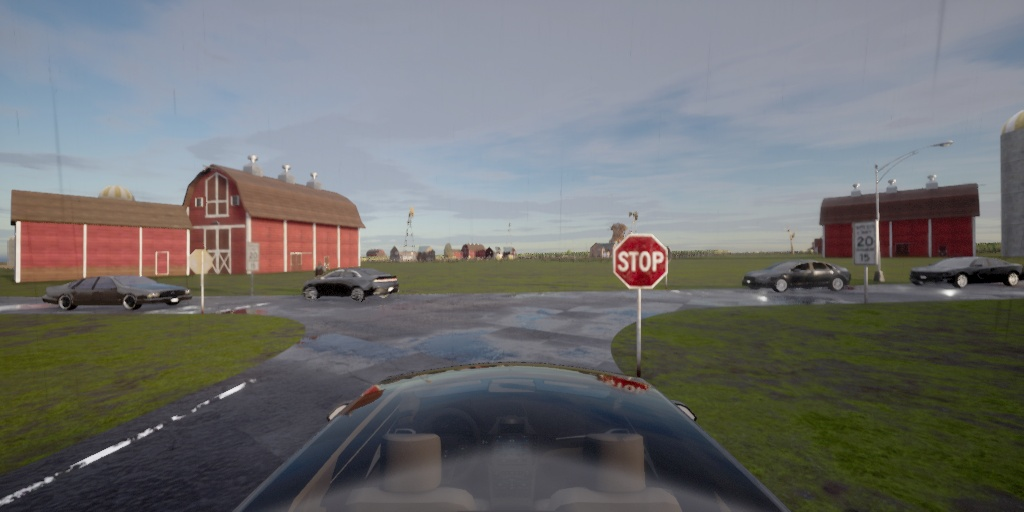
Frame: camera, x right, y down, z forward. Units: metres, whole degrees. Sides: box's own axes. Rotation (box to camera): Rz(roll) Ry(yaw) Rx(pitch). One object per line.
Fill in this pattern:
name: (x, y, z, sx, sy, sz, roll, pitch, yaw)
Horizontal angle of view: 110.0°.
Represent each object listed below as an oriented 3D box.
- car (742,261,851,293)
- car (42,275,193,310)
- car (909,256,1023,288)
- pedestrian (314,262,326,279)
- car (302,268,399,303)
car: (14.176, 0.991, 17.998, 4.892, 1.490, 1.837, -1, 0, -4)
car: (-16.956, 1.528, 15.477, 5.357, 1.411, 2.033, -1, -1, 6)
car: (23.753, 0.798, 18.836, 5.008, 1.535, 1.882, -1, 0, -7)
pedestrian: (-11.208, 1.220, 20.930, 0.375, 1.860, 0.375, 0, 0, 4)
car: (-7.708, 1.338, 17.028, 4.902, 1.511, 2.128, -1, -1, 22)
